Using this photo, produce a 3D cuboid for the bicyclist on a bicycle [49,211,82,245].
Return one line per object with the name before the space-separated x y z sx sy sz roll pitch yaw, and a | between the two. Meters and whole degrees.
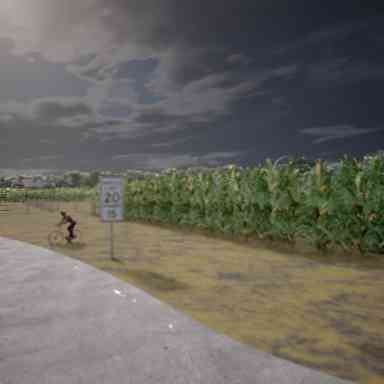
bicyclist on a bicycle | -6.060 1.724 16.019 1.656 1.620 0.582 2 -2 -43
